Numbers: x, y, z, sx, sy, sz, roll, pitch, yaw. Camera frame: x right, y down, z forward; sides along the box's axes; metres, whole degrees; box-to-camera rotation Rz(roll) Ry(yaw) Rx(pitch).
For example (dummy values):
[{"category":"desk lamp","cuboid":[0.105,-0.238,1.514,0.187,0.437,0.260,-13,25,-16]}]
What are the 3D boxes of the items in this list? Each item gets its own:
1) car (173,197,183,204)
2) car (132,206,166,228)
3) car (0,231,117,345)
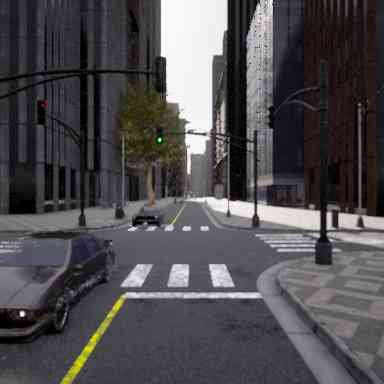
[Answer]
[{"category":"car","cuboid":[-2.848,1.819,69.435,2.128,1.511,4.902,0,0,0]},{"category":"car","cuboid":[-2.950,1.702,23.258,1.895,1.301,4.718,0,0,0]},{"category":"car","cuboid":[-2.984,1.581,7.019,2.033,1.411,5.357,0,0,0]}]
